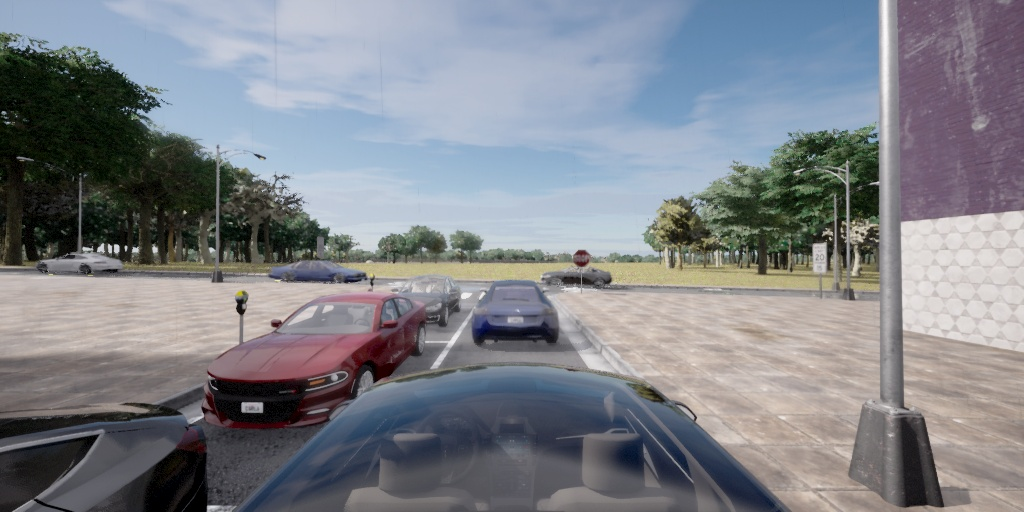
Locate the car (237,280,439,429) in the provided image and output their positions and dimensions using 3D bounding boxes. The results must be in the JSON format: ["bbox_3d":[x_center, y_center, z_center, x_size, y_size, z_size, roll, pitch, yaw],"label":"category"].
[{"bbox_3d":[-2.646,1.296,5.888,1.888,1.381,4.507,0,0,0],"label":"car"}]

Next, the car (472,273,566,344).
[{"bbox_3d":[0.074,1.315,9.570,1.994,1.385,4.181,0,0,0],"label":"car"}]

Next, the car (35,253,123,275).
[{"bbox_3d":[-29.790,0.519,24.793,4.674,1.442,1.812,2,-1,0],"label":"car"}]

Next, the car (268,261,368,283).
[{"bbox_3d":[-11.737,0.997,21.876,5.357,1.411,2.033,2,-1,0],"label":"car"}]

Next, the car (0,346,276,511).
[{"bbox_3d":[-2.634,1.315,0.347,1.948,1.339,4.313,0,0,0],"label":"car"}]

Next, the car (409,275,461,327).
[{"bbox_3d":[-2.659,1.302,11.429,2.007,1.370,4.403,0,0,0],"label":"car"}]

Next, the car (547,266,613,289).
[{"bbox_3d":[4.476,1.423,24.853,4.902,1.511,2.128,2,-1,0],"label":"car"}]
